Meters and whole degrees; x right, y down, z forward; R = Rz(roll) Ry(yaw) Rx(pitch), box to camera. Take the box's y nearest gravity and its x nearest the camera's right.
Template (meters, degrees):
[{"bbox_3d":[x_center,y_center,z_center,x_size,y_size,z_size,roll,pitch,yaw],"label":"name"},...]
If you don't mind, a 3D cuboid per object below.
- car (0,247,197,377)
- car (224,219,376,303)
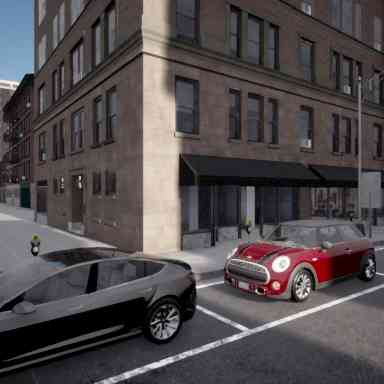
[{"bbox_3d":[-1.905,1.566,4.833,4.313,1.339,1.947,0,0,-36],"label":"car"},{"bbox_3d":[2.699,1.440,8.164,4.097,1.590,1.967,0,0,-36],"label":"car"}]
